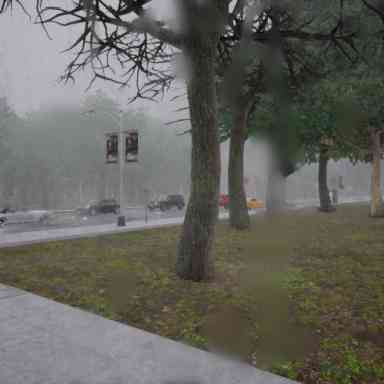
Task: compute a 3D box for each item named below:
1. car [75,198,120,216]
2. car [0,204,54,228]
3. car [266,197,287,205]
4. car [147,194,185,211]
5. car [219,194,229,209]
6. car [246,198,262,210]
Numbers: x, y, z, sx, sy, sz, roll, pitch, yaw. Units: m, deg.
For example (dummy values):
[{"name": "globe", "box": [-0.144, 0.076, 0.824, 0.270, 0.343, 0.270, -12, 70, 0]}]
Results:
[{"name": "car", "box": [-9.235, 1.383, 32.813, 2.097, 1.767, 4.553, 0, 0, 35]}, {"name": "car", "box": [-12.070, 1.621, 22.907, 1.895, 1.301, 4.718, 0, 0, 36]}, {"name": "car", "box": [13.633, 1.570, 53.488, 1.882, 1.535, 5.008, 0, 0, 36]}, {"name": "car", "box": [-3.121, 1.270, 41.374, 2.150, 2.045, 5.566, 0, 0, 35]}, {"name": "car", "box": [4.845, 1.290, 46.700, 2.150, 2.045, 5.566, 0, 0, 36]}, {"name": "car", "box": [7.838, 1.551, 45.289, 1.882, 1.535, 5.008, 0, 0, 36]}]
